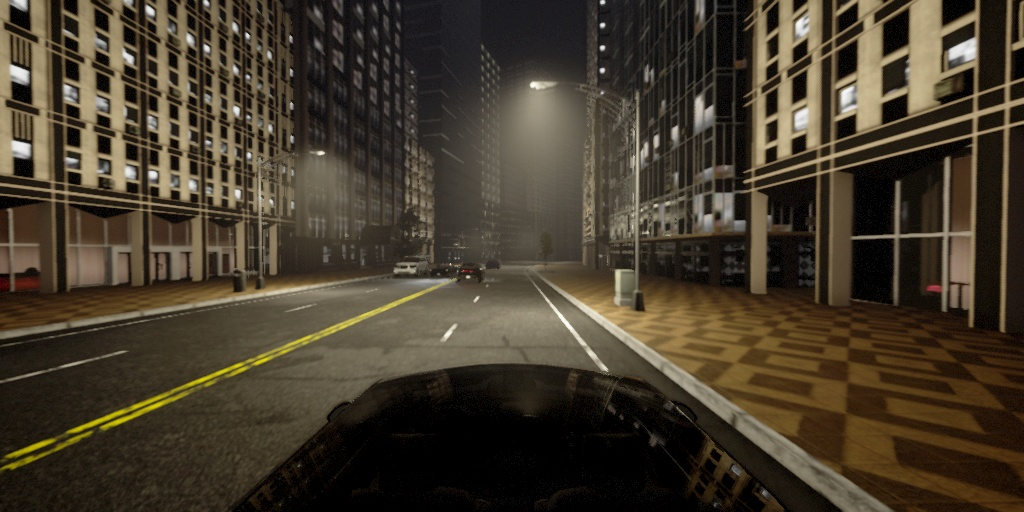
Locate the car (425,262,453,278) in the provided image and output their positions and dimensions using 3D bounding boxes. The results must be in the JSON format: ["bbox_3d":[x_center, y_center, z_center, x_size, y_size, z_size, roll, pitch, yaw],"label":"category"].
[{"bbox_3d":[-6.584,1.355,34.501,1.895,1.301,4.718,0,0,0],"label":"car"}]

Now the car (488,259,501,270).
[{"bbox_3d":[-2.728,1.240,53.586,1.882,1.535,5.008,0,0,3],"label":"car"}]

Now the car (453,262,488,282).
[{"bbox_3d":[-3.189,1.255,28.404,1.837,1.490,4.892,0,0,0],"label":"car"}]

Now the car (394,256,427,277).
[{"bbox_3d":[-9.828,0.982,35.380,2.150,2.045,5.566,0,0,0],"label":"car"}]
